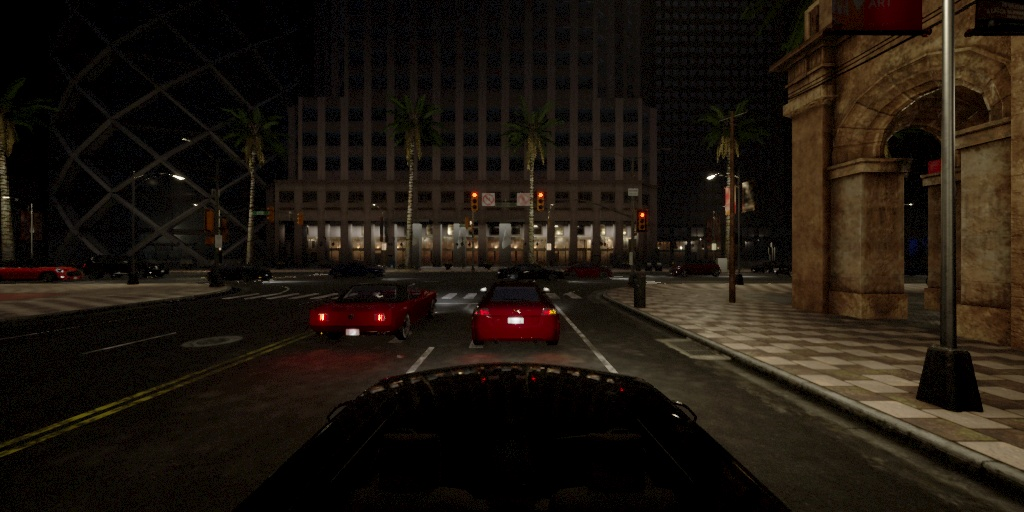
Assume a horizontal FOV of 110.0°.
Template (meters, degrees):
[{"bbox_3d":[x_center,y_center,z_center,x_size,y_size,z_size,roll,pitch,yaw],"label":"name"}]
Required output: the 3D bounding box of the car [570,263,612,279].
[{"bbox_3d":[6.594,1.314,31.401,4.181,1.385,1.994,0,0,0],"label":"car"}]

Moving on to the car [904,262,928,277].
[{"bbox_3d":[38.514,1.298,34.990,5.357,1.411,2.033,0,0,1],"label":"car"}]

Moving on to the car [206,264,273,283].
[{"bbox_3d":[-21.093,1.315,27.896,4.181,1.385,1.994,0,0,-1],"label":"car"}]

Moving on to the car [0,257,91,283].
[{"bbox_3d":[-35.703,1.102,26.949,4.553,1.767,2.097,0,0,-16],"label":"car"}]

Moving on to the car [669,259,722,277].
[{"bbox_3d":[17.817,1.102,35.066,4.553,1.767,2.097,0,0,0],"label":"car"}]

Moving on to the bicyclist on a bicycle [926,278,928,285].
[{"bbox_3d":[24.678,1.051,20.563,0.582,1.620,1.656,0,0,0],"label":"bicyclist on a bicycle"}]

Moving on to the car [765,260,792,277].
[{"bbox_3d":[28.189,1.242,35.035,4.902,1.511,2.128,0,0,0],"label":"car"}]

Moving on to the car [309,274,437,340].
[{"bbox_3d":[-3.417,1.351,9.939,1.895,1.301,4.718,0,0,0],"label":"car"}]

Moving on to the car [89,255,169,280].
[{"bbox_3d":[-33.248,0.970,30.967,5.566,2.045,2.150,0,0,-7],"label":"car"}]

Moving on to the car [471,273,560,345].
[{"bbox_3d":[0.082,1.314,9.476,1.994,1.385,4.181,0,0,0],"label":"car"}]

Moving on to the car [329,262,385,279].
[{"bbox_3d":[-13.546,1.276,31.434,4.674,1.442,1.812,0,0,0],"label":"car"}]

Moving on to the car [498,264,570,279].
[{"bbox_3d":[1.451,1.297,27.917,5.357,1.411,2.033,0,0,0],"label":"car"}]
